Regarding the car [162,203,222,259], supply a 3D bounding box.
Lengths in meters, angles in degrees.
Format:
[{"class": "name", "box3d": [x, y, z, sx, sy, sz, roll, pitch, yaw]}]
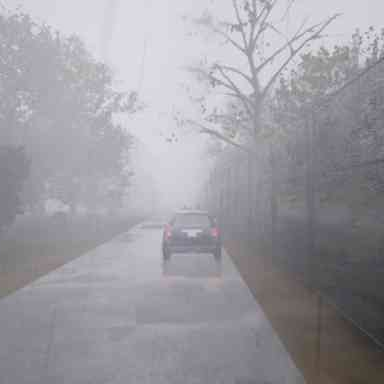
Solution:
[{"class": "car", "box3d": [0.005, 1.497, 13.434, 2.097, 1.767, 4.553, 0, -1, 0]}]

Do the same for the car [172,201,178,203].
[{"class": "car", "box3d": [-3.068, 2.452, 65.021, 2.033, 1.411, 5.357, 0, -1, 0]}]

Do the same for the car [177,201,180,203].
[{"class": "car", "box3d": [-0.042, 1.802, 28.502, 2.128, 1.511, 4.902, 0, 0, 0]}]
